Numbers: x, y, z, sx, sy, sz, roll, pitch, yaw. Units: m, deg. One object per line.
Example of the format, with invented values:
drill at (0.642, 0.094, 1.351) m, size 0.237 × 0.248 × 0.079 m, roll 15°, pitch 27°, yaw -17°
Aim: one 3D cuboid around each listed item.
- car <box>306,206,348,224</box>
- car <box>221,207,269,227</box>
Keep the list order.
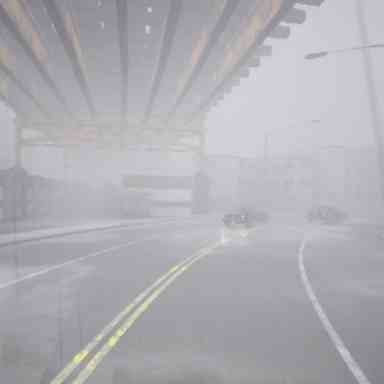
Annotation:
car at (11.395, 1.855, 27.973) m, size 2.033 × 1.411 × 5.357 m, roll 0°, pitch -1°, yaw 42°
car at (3.898, 1.738, 23.982) m, size 1.895 × 1.301 × 4.718 m, roll 0°, pitch -1°, yaw 33°
